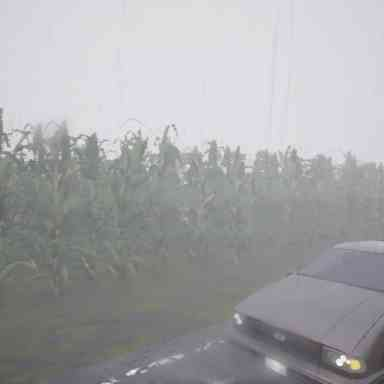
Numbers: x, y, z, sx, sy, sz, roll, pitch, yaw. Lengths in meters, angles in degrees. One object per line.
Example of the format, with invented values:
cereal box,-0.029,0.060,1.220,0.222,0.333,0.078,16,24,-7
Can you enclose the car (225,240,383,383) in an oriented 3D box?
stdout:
car,3.007,1.550,5.369,5.357,1.411,2.033,0,0,-39
